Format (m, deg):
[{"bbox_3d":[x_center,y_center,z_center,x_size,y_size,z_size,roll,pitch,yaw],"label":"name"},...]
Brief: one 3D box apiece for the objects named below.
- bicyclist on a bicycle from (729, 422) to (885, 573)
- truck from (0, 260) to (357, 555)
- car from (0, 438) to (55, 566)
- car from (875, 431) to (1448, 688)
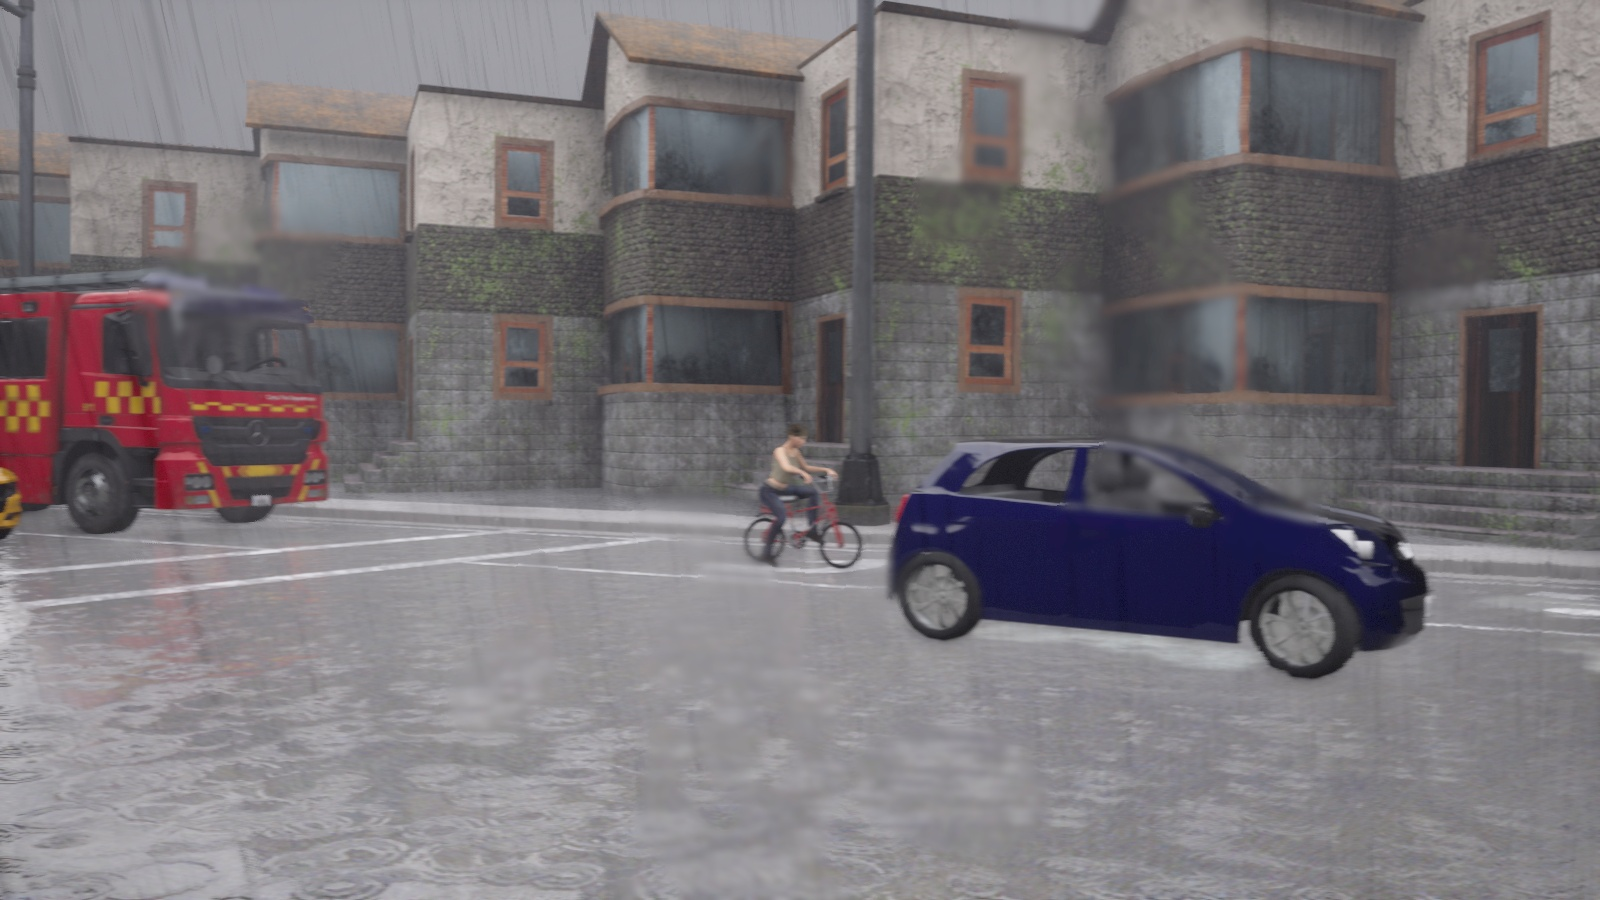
[{"bbox_3d":[0.080,0.504,14.127,1.509,1.612,0.866,0,1,27],"label":"bicyclist on a bicycle"},{"bbox_3d":[-11.171,-0.561,19.335,8.468,3.827,2.891,0,1,24],"label":"truck"},{"bbox_3d":[-12.034,0.647,15.914,5.008,1.535,1.882,0,1,24],"label":"car"},{"bbox_3d":[2.591,0.635,9.127,3.633,1.501,1.845,0,1,32],"label":"car"}]
